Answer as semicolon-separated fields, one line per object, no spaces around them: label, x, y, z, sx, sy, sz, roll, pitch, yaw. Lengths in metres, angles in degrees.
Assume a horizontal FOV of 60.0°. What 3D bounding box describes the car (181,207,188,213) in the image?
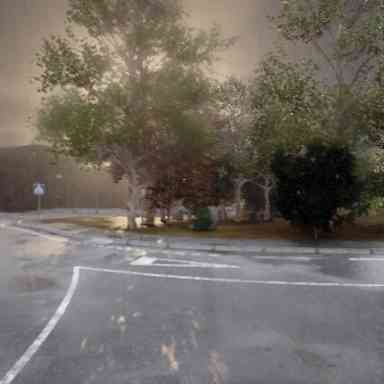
car;-1.480;4.951;93.408;2.435;2.045;5.566;0;-2;23
